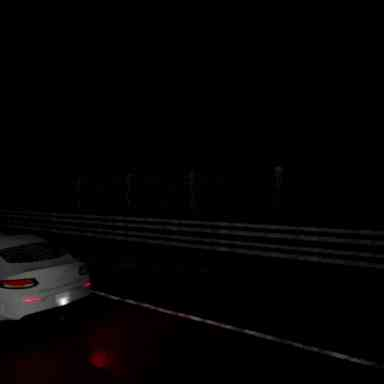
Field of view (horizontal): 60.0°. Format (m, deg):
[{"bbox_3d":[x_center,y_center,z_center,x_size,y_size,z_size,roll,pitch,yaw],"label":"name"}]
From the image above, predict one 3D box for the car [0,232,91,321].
[{"bbox_3d":[-4.004,1.565,6.809,4.674,1.442,1.812,0,0,35],"label":"car"}]
